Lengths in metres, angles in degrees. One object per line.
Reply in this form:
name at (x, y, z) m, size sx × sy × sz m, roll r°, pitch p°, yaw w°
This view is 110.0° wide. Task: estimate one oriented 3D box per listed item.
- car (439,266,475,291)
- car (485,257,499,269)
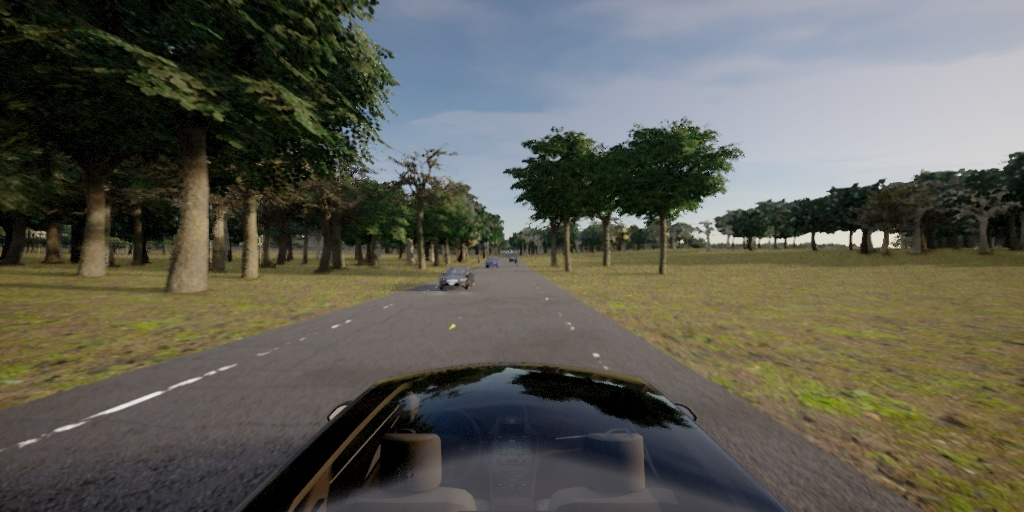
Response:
car at (-3.601, 1.414, 23.948) m, size 2.128 × 1.511 × 4.902 m, roll 0°, pitch 0°, yaw 0°
car at (-3.524, 1.180, 64.571) m, size 2.150 × 2.045 × 5.566 m, roll 0°, pitch 0°, yaw 0°
